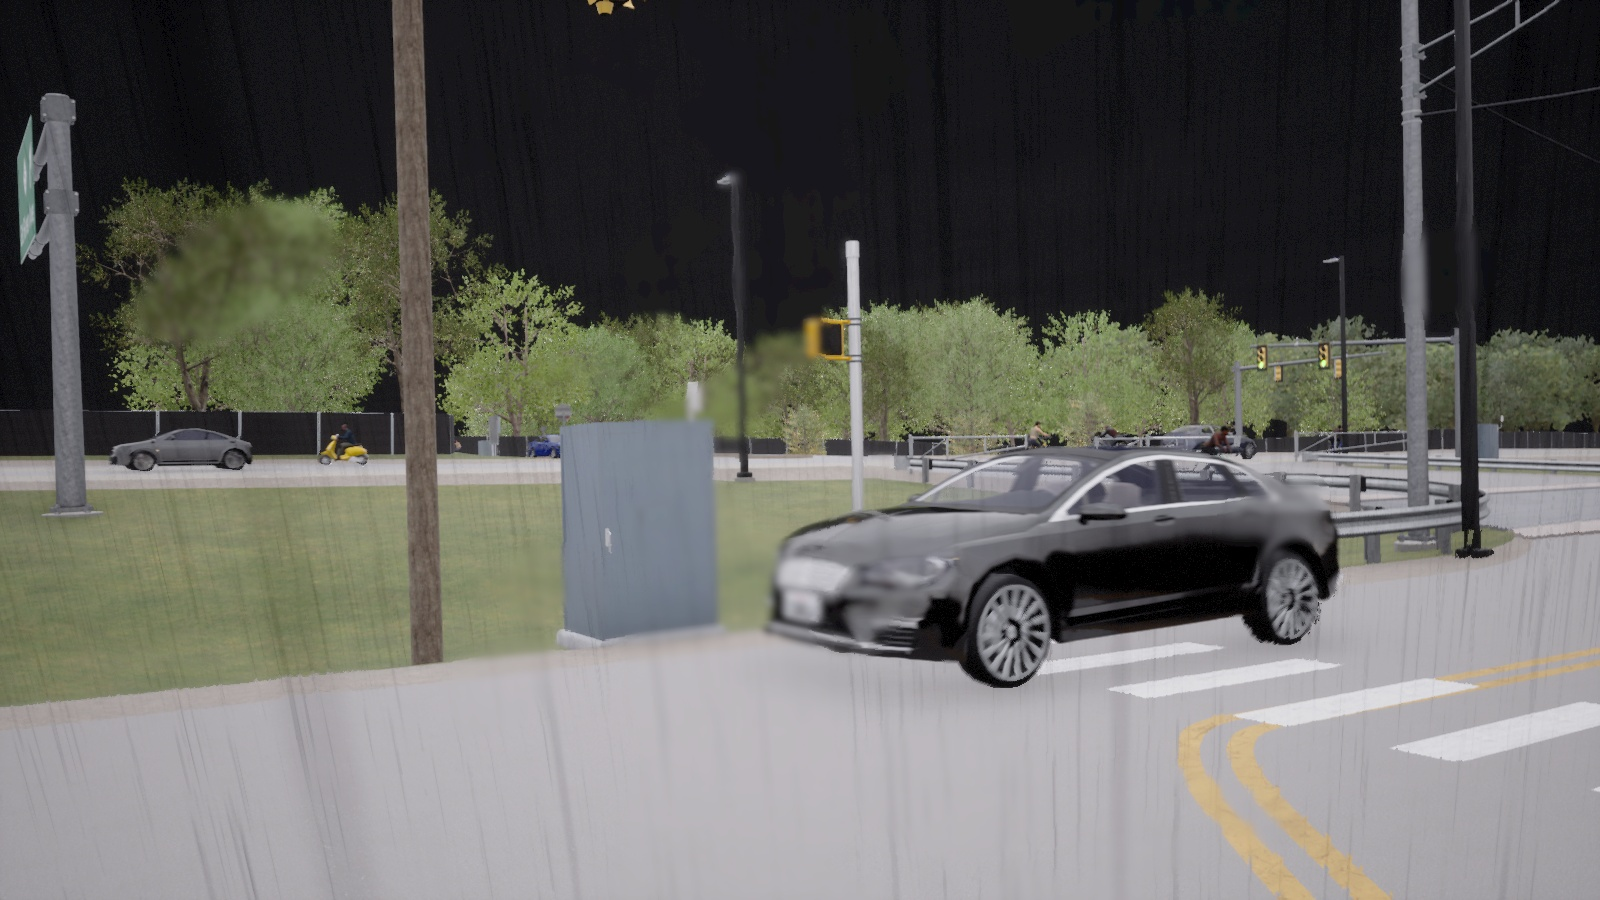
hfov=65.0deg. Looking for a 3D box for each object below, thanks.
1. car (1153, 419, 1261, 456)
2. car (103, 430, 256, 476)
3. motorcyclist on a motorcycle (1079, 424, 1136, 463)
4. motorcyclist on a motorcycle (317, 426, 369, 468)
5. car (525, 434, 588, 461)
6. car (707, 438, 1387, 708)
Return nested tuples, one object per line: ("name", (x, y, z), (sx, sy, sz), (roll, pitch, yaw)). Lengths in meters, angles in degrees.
("car", (19.071, -0.567, 58.747), (5.027, 1.651, 2.152), (0, 0, -34))
("car", (-20.042, 0.080, 40.606), (4.181, 1.385, 1.994), (-1, 0, -35))
("motorcyclist on a motorcycle", (12.523, -0.280, 51.209), (0.866, 1.530, 2.191), (-1, 2, -36))
("motorcyclist on a motorcycle", (-17.536, -0.114, 48.168), (1.817, 1.590, 0.866), (0, 0, -24))
("car", (-15.017, -0.133, 77.383), (1.882, 1.535, 5.008), (-2, 0, -35))
("car", (1.976, 0.681, 9.310), (4.902, 1.511, 2.128), (0, 0, -35))
